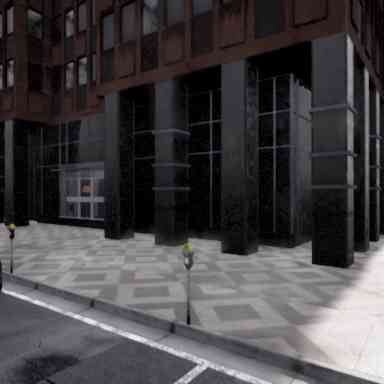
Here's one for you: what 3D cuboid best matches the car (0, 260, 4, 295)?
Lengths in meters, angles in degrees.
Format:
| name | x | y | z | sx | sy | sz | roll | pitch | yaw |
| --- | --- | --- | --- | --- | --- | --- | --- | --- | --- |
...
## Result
| name | x | y | z | sx | sy | sz | roll | pitch | yaw |
| --- | --- | --- | --- | --- | --- | --- | --- | --- | --- |
| car | -5.662 | 1.559 | 7.037 | 4.313 | 1.339 | 1.947 | 0 | 0 | 36 |
